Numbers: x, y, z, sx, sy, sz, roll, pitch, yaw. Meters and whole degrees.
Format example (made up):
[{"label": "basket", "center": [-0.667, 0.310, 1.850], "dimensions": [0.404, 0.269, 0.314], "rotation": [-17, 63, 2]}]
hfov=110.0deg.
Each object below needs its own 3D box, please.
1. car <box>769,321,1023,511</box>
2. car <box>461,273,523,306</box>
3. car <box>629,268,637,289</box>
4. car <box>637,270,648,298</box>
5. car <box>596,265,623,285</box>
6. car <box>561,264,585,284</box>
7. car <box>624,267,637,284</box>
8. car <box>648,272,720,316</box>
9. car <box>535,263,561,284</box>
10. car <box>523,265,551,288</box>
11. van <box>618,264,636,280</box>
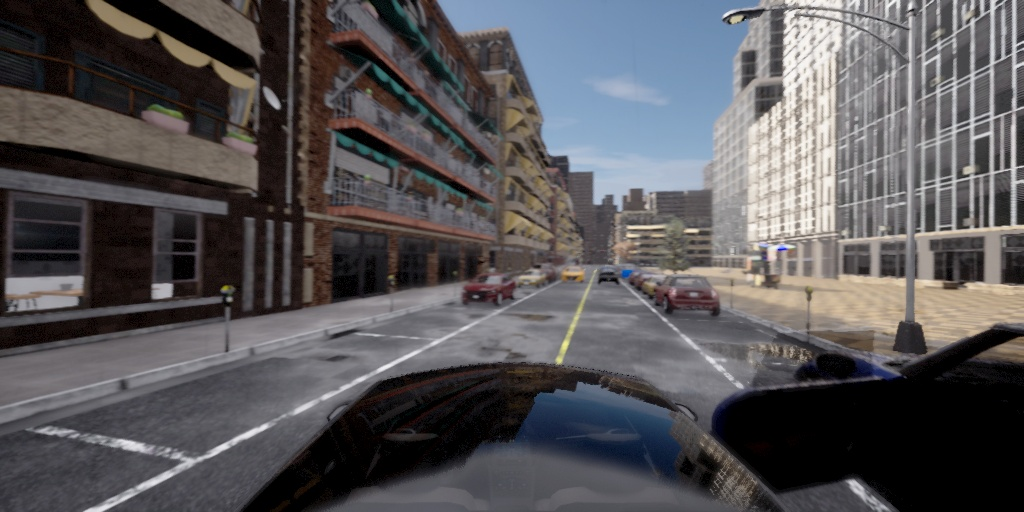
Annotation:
[{"label": "car", "center": [3.687, 1.160, 1.964], "dimensions": [2.097, 1.767, 4.553], "rotation": [1, -1, 14]}, {"label": "car", "center": [-0.980, 1.490, 17.083], "dimensions": [1.888, 1.381, 4.507], "rotation": [0, 0, 14]}, {"label": "car", "center": [9.762, 1.808, 25.854], "dimensions": [1.802, 1.307, 4.207], "rotation": [0, 0, 14]}, {"label": "car", "center": [8.503, 1.658, 20.647], "dimensions": [1.751, 1.417, 4.829], "rotation": [0, 0, 14]}, {"label": "car", "center": [8.816, 1.818, 32.975], "dimensions": [1.837, 1.490, 4.892], "rotation": [1, -1, 13]}, {"label": "car", "center": [5.885, 1.763, 34.242], "dimensions": [1.882, 1.535, 5.008], "rotation": [1, -1, 14]}, {"label": "car", "center": [11.061, 1.903, 31.224], "dimensions": [1.802, 1.307, 4.207], "rotation": [0, 0, 14]}, {"label": "car", "center": [7.165, 1.479, 15.111], "dimensions": [1.967, 1.591, 4.097], "rotation": [0, 0, 14]}, {"label": "car", "center": [2.916, 1.542, 33.195], "dimensions": [2.192, 1.841, 5.009], "rotation": [0, 0, 14]}, {"label": "car", "center": [1.577, 1.658, 27.660], "dimensions": [1.751, 1.417, 4.829], "rotation": [0, 0, 14]}, {"label": "van", "center": [13.659, 1.852, 41.966], "dimensions": [1.690, 1.789, 3.998], "rotation": [0, 0, 14]}]
